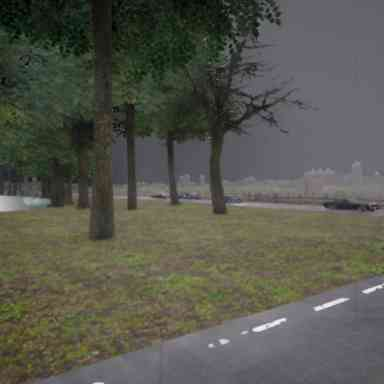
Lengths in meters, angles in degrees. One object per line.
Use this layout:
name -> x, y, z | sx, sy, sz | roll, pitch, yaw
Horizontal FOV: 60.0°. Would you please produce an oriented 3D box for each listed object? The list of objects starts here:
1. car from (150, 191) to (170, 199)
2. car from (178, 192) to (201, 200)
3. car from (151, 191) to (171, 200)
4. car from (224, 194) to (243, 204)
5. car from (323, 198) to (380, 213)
car -> -6.398, 0.532, 65.917 | 1.812, 1.442, 4.674 | -1, 1, -36
car -> -0.536, 0.677, 57.908 | 2.033, 1.411, 5.357 | -1, 2, -35
car -> -5.214, 0.660, 59.589 | 1.812, 1.442, 4.674 | -1, 2, -36
car -> 4.963, 0.926, 45.356 | 1.994, 1.385, 4.181 | -1, 2, -36
car -> 15.021, 1.230, 31.441 | 1.895, 1.301, 4.718 | -1, 2, -36
